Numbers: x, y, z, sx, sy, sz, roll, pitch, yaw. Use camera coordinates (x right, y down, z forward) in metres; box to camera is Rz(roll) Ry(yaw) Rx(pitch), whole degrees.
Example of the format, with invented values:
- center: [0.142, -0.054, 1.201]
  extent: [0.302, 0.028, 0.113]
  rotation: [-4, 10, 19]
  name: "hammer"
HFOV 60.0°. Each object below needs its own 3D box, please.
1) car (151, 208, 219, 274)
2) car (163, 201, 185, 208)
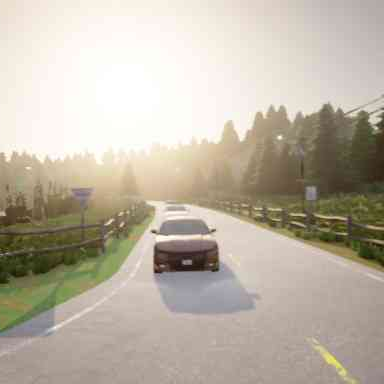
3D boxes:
- center: [-0.287, 1.554, 11.154]
  extent: [1.882, 1.535, 5.008]
  rotation: [-1, 0, -4]
  name: "car"
- center: [-1.162, 1.675, 24.562]
  extent: [1.812, 1.442, 4.674]
  rotation: [-1, 0, -4]
  name: "car"
